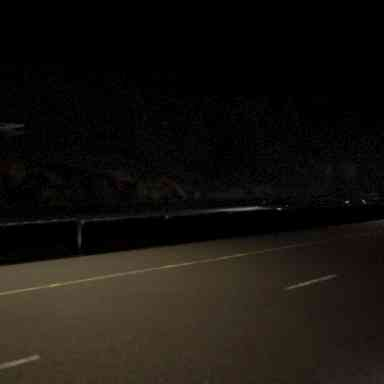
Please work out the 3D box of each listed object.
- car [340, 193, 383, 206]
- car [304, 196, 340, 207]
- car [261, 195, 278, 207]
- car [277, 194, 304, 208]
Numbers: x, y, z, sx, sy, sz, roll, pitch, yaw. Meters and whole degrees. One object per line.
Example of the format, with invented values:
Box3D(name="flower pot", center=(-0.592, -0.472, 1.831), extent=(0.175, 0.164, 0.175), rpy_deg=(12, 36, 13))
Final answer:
Box3D(name="car", center=(17.599, 0.914, 33.796), extent=(4.553, 1.767, 2.097), rpy_deg=(-1, 1, -35))
Box3D(name="car", center=(14.466, 1.153, 35.861), extent=(4.181, 1.385, 1.994), rpy_deg=(-1, 1, -36))
Box3D(name="car", center=(10.725, 1.072, 41.790), extent=(4.902, 1.511, 2.128), rpy_deg=(-1, 1, -35))
Box3D(name="car", center=(12.860, 1.126, 39.017), extent=(5.357, 1.411, 2.033), rpy_deg=(-1, 1, -36))
